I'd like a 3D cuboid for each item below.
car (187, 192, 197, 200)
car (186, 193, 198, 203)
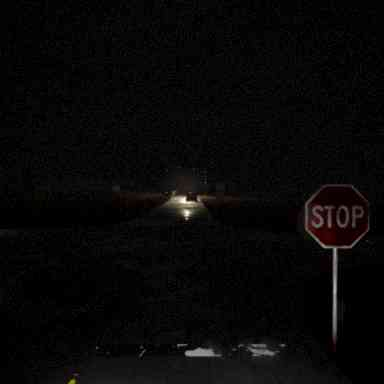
[{"bbox_3d":[-0.060,0.869,70.342,2.128,1.511,4.902,0,1,0],"label":"car"},{"bbox_3d":[-0.052,0.969,60.278,2.097,1.767,4.553,0,1,0],"label":"car"}]
